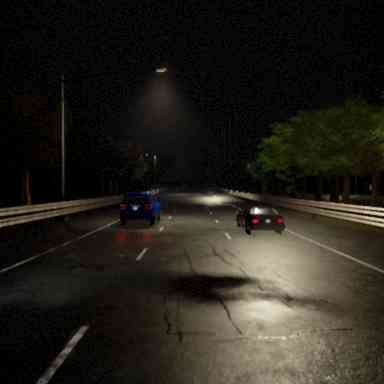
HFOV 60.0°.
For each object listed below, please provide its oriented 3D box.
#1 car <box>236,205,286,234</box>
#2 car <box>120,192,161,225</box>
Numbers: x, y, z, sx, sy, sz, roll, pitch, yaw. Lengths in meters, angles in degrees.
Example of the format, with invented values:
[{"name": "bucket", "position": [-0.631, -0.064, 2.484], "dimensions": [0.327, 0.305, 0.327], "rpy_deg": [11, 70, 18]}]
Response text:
[{"name": "car", "position": [3.600, 1.411, 18.256], "dimensions": [2.033, 1.411, 5.357], "rpy_deg": [0, 1, 0]}, {"name": "car", "position": [-3.400, 1.038, 22.609], "dimensions": [2.150, 2.045, 5.566], "rpy_deg": [0, 1, 0]}]
